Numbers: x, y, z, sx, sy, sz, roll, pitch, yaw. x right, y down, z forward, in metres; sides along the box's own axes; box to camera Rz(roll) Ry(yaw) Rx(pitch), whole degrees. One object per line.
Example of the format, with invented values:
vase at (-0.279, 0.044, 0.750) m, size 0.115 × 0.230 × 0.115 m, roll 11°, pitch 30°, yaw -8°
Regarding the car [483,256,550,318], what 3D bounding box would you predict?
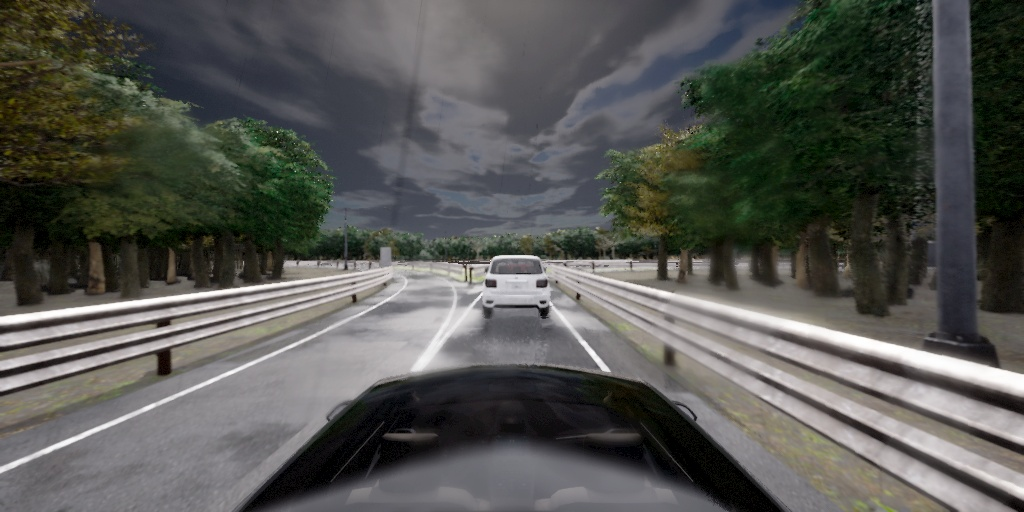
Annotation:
car at (0.134, 1.017, 13.407) m, size 2.150 × 2.045 × 5.566 m, roll 0°, pitch 0°, yaw 0°
